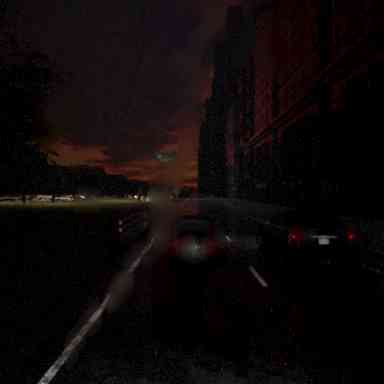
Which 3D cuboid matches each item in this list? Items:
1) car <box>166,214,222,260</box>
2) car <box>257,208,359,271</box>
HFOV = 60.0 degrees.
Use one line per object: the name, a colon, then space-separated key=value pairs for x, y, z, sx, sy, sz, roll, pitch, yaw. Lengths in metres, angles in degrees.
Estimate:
car: x=0.075 y=1.529 z=12.358 sx=1.812 sy=1.442 sz=4.674 roll=0 pitch=0 yaw=0
car: x=3.567 y=1.354 z=11.086 sx=2.097 sy=1.767 sz=4.553 roll=0 pitch=0 yaw=0
